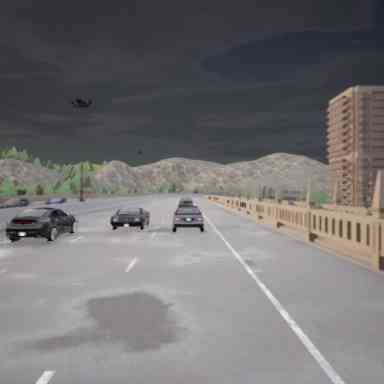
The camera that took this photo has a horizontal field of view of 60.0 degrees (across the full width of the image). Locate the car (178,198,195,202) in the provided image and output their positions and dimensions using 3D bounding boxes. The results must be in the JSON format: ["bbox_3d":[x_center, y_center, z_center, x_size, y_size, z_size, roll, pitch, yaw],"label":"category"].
[{"bbox_3d":[-0.742,1.508,42.681,1.837,1.490,4.892,0,0,-1],"label":"car"}]

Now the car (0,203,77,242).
[{"bbox_3d":[-7.162,1.510,16.345,1.837,1.490,4.892,0,0,-1],"label":"car"}]

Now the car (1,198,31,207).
[{"bbox_3d":[-21.860,1.522,41.462,1.837,1.490,4.892,0,0,-1],"label":"car"}]

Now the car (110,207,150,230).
[{"bbox_3d":[-3.760,1.605,21.079,1.895,1.301,4.718,0,0,-1],"label":"car"}]

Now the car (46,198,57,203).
[{"bbox_3d":[-18.439,1.492,45.845,1.882,1.535,5.008,0,0,-1],"label":"car"}]

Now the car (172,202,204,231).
[{"bbox_3d":[-0.248,1.549,20.599,2.033,1.411,5.357,0,0,-1],"label":"car"}]

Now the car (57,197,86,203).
[{"bbox_3d":[-14.874,1.489,42.004,1.882,1.535,5.008,0,0,-1],"label":"car"}]
